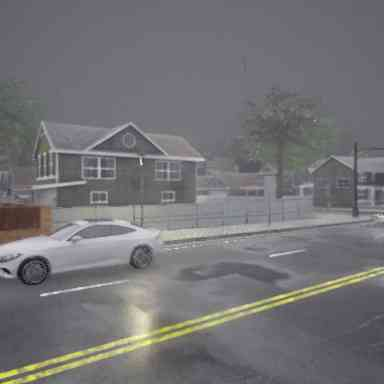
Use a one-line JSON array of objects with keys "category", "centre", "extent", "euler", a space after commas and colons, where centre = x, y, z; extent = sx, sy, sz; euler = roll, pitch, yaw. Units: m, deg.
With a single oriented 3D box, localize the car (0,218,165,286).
[{"category": "car", "centre": [-3.000, 1.515, 9.528], "extent": [4.674, 1.442, 1.812], "euler": [0, 0, -35]}]
